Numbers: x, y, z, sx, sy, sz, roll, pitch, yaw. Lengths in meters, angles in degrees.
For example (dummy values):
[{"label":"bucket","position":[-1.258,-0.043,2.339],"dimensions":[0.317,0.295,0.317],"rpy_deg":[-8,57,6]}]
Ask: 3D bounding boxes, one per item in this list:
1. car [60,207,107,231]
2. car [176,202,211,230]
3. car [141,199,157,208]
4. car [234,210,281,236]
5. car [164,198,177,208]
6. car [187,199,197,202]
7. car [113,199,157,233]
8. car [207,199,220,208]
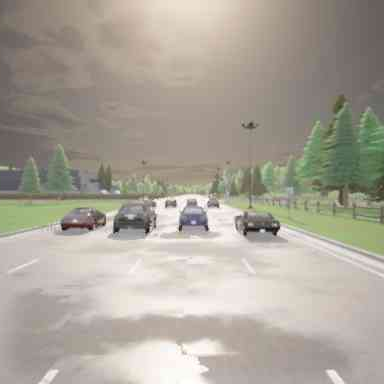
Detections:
[{"label":"car","position":[-6.902,1.680,21.618],"dimensions":[1.994,1.385,4.181],"rpy_deg":[0,0,0]},{"label":"car","position":[0.097,1.643,22.069],"dimensions":[1.812,1.442,4.674],"rpy_deg":[0,0,0]},{"label":"car","position":[-7.007,1.856,54.750],"dimensions":[1.994,1.385,4.181],"rpy_deg":[0,0,0]},{"label":"car","position":[3.597,1.703,19.174],"dimensions":[1.895,1.301,4.718],"rpy_deg":[0,0,0]},{"label":"car","position":[-3.507,1.785,55.094],"dimensions":[2.128,1.511,4.902],"rpy_deg":[0,0,0]},{"label":"car","position":[-0.007,1.819,55.101],"dimensions":[1.812,1.442,4.674],"rpy_deg":[0,0,0]},{"label":"car","position":[-3.402,1.461,20.567],"dimensions":[2.097,1.767,4.553],"rpy_deg":[0,0,0]},{"label":"car","position":[3.494,1.835,53.949],"dimensions":[2.033,1.411,5.357],"rpy_deg":[0,0,0]}]
